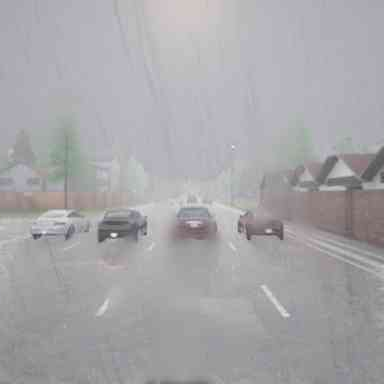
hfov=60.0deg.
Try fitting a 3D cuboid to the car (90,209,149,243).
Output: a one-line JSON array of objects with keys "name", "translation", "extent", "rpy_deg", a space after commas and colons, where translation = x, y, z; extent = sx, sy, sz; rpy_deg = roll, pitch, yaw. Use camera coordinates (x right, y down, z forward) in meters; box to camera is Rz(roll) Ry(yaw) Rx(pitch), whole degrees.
[{"name": "car", "translation": [-3.403, 1.638, 16.921], "extent": [1.837, 1.490, 4.892], "rpy_deg": [0, -1, 0]}]

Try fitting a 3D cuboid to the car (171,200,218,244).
[{"name": "car", "translation": [0.096, 1.483, 16.562], "extent": [2.097, 1.767, 4.553], "rpy_deg": [0, 0, 0]}]

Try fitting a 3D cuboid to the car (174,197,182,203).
[{"name": "car", "translation": [-3.499, 2.072, 85.407], "extent": [1.994, 1.385, 4.181], "rpy_deg": [0, 0, 0]}]

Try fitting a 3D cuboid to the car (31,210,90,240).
[{"name": "car", "translation": [-6.915, 1.667, 17.863], "extent": [1.812, 1.442, 4.674], "rpy_deg": [0, 0, 0]}]

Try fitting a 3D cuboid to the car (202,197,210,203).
[{"name": "car", "translation": [3.501, 1.997, 85.407], "extent": [1.882, 1.535, 5.008], "rpy_deg": [0, 0, 0]}]

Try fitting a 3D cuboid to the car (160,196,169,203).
[{"name": "car", "translation": [-6.999, 1.874, 85.378], "extent": [2.097, 1.767, 4.553], "rpy_deg": [0, 0, 0]}]

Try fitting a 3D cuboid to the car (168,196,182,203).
[{"name": "car", "translation": [-3.499, 1.804, 75.020], "extent": [2.150, 2.045, 5.566], "rpy_deg": [0, 0, 0]}]

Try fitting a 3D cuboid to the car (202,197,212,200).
[{"name": "car", "translation": [3.501, 1.937, 75.374], "extent": [2.097, 1.767, 4.553], "rpy_deg": [0, 0, 0]}]

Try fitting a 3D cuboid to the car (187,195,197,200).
[{"name": "car", "translation": [0.001, 1.804, 75.020], "extent": [2.150, 2.045, 5.566], "rpy_deg": [0, 0, 0]}]

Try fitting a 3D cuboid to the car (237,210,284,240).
[{"name": "car", "translation": [3.585, 1.667, 17.848], "extent": [1.812, 1.442, 4.674], "rpy_deg": [0, 0, 0]}]

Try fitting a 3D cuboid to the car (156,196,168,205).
[{"name": "car", "translation": [-6.999, 2.118, 74.987], "extent": [2.033, 1.411, 5.357], "rpy_deg": [0, 0, 0]}]
